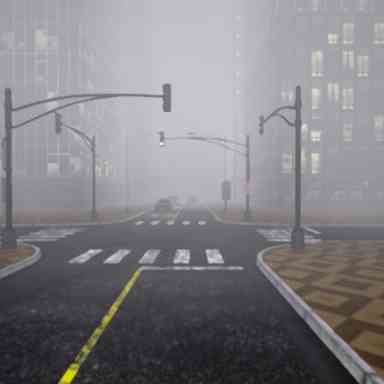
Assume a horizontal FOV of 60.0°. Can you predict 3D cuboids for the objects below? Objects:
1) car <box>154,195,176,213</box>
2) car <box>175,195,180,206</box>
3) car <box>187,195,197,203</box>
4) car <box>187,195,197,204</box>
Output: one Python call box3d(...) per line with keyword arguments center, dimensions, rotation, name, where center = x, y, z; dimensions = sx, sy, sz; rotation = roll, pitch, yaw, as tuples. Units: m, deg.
box3d(center=(-3.090, 1.454, 36.791), dimensions=(1.882, 1.535, 5.008), rotation=(0, 0, 0), name="car")
box3d(center=(-3.064, 1.329, 53.333), dimensions=(2.097, 1.767, 4.553), rotation=(0, 0, 0), name="car")
box3d(center=(0.002, 1.495, 72.030), dimensions=(2.128, 1.511, 4.902), rotation=(0, 0, 0), name="car")
box3d(center=(0.001, 1.527, 61.613), dimensions=(2.033, 1.411, 5.357), rotation=(0, 0, 0), name="car")
